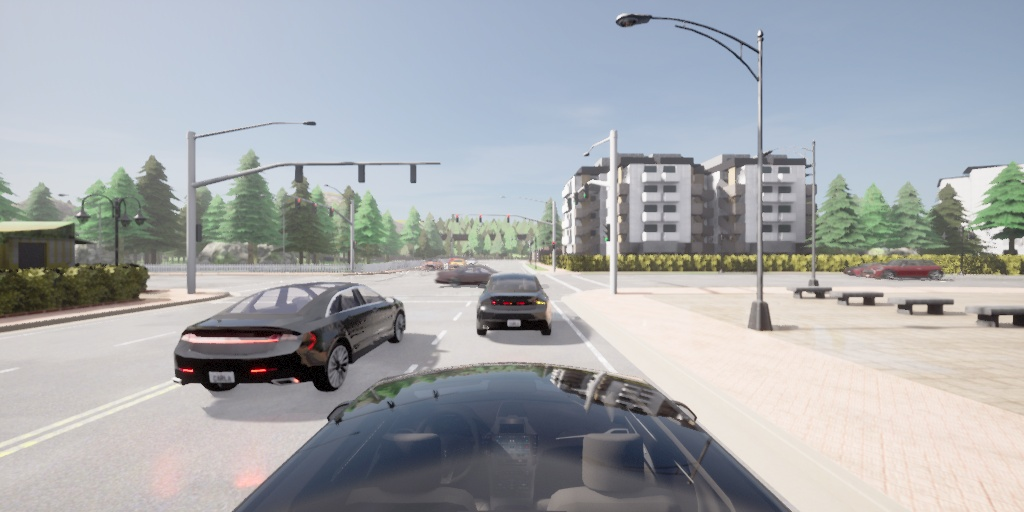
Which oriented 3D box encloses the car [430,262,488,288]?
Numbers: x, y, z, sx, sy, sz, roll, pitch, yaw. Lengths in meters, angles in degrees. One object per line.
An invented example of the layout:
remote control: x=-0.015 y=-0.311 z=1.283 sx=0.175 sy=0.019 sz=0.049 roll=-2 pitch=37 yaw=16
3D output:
car: x=-2.202 y=1.303 z=22.979 sx=5.357 sy=1.411 sz=2.033 roll=0 pitch=0 yaw=-1

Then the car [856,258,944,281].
car: x=32.011 y=1.063 z=29.517 sx=4.553 sy=1.767 sz=2.097 roll=0 pitch=0 yaw=14

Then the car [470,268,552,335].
car: x=0.048 y=1.243 z=10.381 sx=1.837 sy=1.490 sz=4.892 roll=0 pitch=0 yaw=0

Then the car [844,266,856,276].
car: x=33.216 y=1.270 z=32.791 sx=4.181 sy=1.385 sz=1.994 roll=0 pitch=0 yaw=14

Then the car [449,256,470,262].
car: x=-7.250 y=1.161 z=48.841 sx=1.882 sy=1.535 sz=5.008 roll=0 pitch=0 yaw=0

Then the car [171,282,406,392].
car: x=-3.460 y=1.234 z=6.717 sx=2.128 sy=1.511 sz=4.902 roll=0 pitch=0 yaw=0

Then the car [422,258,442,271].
car: x=-10.749 y=1.038 z=48.910 sx=2.097 sy=1.767 sz=4.553 roll=0 pitch=0 yaw=0
